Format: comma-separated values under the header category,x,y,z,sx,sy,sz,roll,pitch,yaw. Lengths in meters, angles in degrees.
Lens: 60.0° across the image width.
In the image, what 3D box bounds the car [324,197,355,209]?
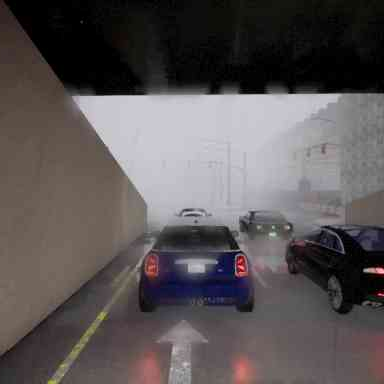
category,x,y,z,sx,sy,sz,roll,pitch,yaw
car,17.543,1.295,39.397,1.853,1.218,4.536,0,0,45

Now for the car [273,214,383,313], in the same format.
category,x,y,z,sx,sy,sz,roll,pitch,yaw
car,3.581,1.492,7.644,2.128,1.511,4.902,0,0,0

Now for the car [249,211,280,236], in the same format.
category,x,y,z,sx,sy,sz,roll,pitch,yaw
car,3.587,1.601,16.970,1.895,1.301,4.718,0,0,0

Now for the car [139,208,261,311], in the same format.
category,x,y,z,sx,sy,sz,roll,pitch,yaw
car,0.082,1.352,7.910,2.097,1.767,4.553,0,0,0

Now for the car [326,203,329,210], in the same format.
category,x,y,z,sx,sy,sz,roll,pitch,yaw
car,17.507,1.453,39.360,2.038,1.542,4.974,0,0,45

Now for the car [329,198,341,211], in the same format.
category,x,y,z,sx,sy,sz,roll,pitch,yaw
car,17.406,1.453,34.753,2.038,1.542,4.974,0,0,-35

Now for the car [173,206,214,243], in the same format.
category,x,y,z,sx,sy,sz,roll,pitch,yaw
car,0.065,1.526,16.961,1.812,1.442,4.674,0,0,0
